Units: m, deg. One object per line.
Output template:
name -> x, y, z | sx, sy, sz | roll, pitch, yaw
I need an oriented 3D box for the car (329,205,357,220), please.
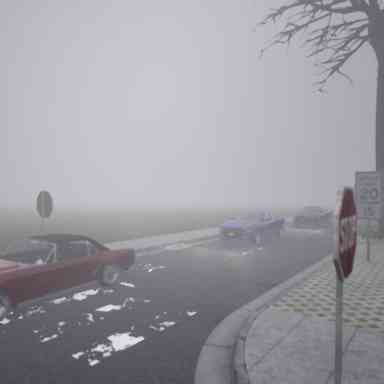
car -> 16.161, 2.100, 35.502 | 1.994, 1.385, 4.181 | 0, -1, 36

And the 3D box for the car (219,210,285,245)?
car -> 3.239, 1.702, 17.281 | 1.882, 1.535, 5.008 | 0, -1, 35

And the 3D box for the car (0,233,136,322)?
car -> -3.404, 1.659, 7.404 | 1.895, 1.301, 4.718 | 1, -1, 28

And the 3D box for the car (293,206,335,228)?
car -> 9.525, 1.854, 26.161 | 1.882, 1.535, 5.008 | 0, -1, 35
